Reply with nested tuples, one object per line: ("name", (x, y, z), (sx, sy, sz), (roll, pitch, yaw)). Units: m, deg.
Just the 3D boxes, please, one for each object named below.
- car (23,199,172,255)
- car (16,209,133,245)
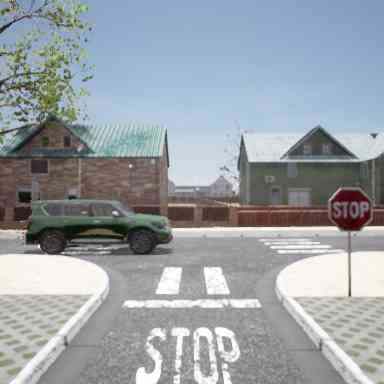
("car", (-3.570, 1.305, 13.145), (5.566, 2.045, 2.150), (-1, -1, 1))
("car", (-5.534, 1.657, 16.118), (5.008, 1.535, 1.882), (-1, -2, 1))
